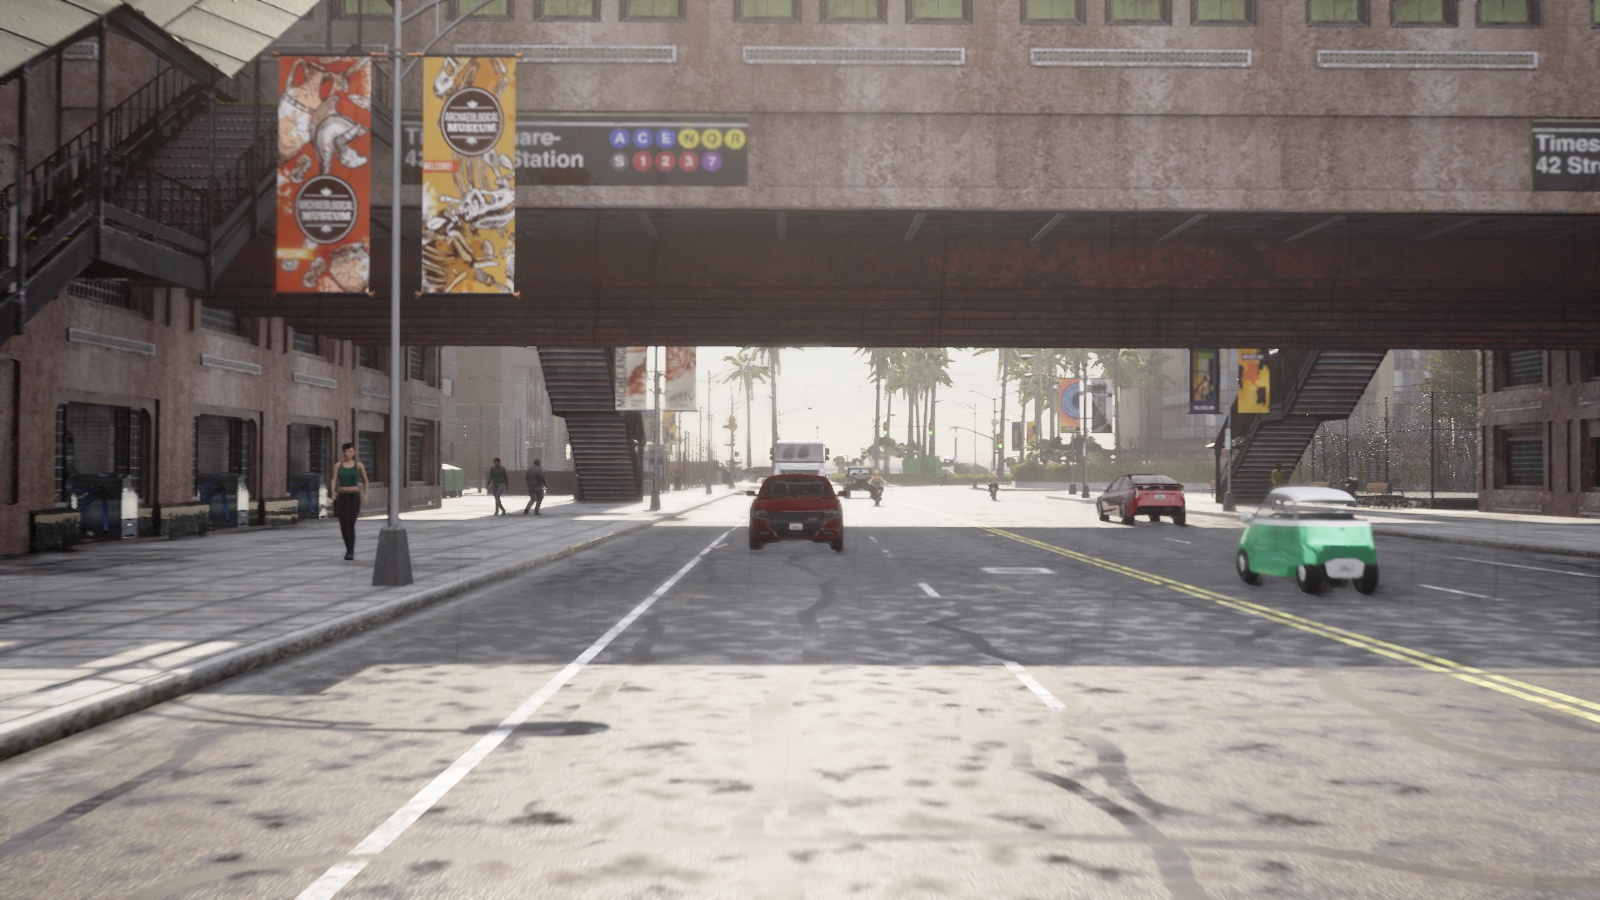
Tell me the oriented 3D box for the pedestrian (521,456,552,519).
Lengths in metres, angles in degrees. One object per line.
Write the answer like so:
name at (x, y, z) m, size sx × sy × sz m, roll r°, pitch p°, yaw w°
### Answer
pedestrian at (-8.002, 1.143, 38.181) m, size 0.563 × 1.883 × 0.849 m, roll -1°, pitch -1°, yaw 21°

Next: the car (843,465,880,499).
car at (3.483, 1.800, 71.910) m, size 1.905 × 1.878 × 3.866 m, roll 0°, pitch -1°, yaw 0°

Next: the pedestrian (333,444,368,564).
pedestrian at (-6.950, 0.824, 19.426) m, size 0.345 × 1.836 × 0.594 m, roll 0°, pitch -1°, yaw -3°

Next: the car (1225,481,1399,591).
car at (6.959, 1.131, 17.263) m, size 1.481 × 1.376 × 2.207 m, roll 0°, pitch -1°, yaw 0°

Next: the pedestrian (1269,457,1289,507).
pedestrian at (17.735, 1.179, 46.502) m, size 0.431 × 1.840 × 0.709 m, roll 0°, pitch -1°, yaw 1°

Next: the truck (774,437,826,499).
truck at (-0.023, 1.071, 73.976) m, size 2.891 × 3.462 × 7.936 m, roll 0°, pitch -1°, yaw 0°

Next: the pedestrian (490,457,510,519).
pedestrian at (-9.082, 1.143, 37.971) m, size 0.353 × 1.847 × 0.614 m, roll 0°, pitch -1°, yaw 13°

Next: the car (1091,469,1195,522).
car at (10.520, 1.370, 38.873) m, size 2.007 × 1.525 × 4.514 m, roll 0°, pitch -1°, yaw 0°

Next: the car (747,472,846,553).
car at (-0.058, 1.236, 26.459) m, size 1.882 × 1.535 × 5.008 m, roll 0°, pitch -1°, yaw 0°
